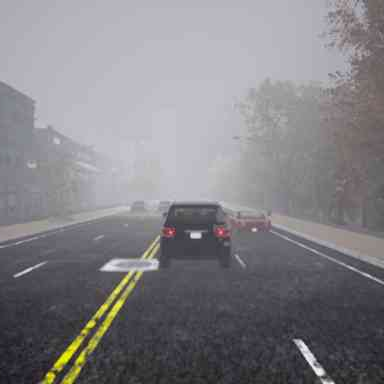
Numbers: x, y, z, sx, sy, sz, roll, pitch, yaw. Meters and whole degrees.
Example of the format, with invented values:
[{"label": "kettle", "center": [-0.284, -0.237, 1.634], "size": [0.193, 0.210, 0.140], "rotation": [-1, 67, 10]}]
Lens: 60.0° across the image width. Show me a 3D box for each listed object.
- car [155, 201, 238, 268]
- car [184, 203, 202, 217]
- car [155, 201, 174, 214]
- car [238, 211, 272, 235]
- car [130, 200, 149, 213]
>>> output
[{"label": "car", "center": [0.106, 1.318, 11.843], "size": [2.150, 2.045, 5.566], "rotation": [0, 0, 0]}, {"label": "car", "center": [0.114, 1.890, 35.977], "size": [1.895, 1.301, 4.718], "rotation": [0, 0, 0]}, {"label": "car", "center": [-3.321, 1.835, 40.820], "size": [1.837, 1.490, 4.892], "rotation": [0, -1, 0]}, {"label": "car", "center": [3.358, 1.763, 20.065], "size": [1.895, 1.301, 4.718], "rotation": [0, 0, 0]}, {"label": "car", "center": [-6.569, 1.814, 41.855], "size": [1.882, 1.535, 5.008], "rotation": [0, -1, 0]}]
